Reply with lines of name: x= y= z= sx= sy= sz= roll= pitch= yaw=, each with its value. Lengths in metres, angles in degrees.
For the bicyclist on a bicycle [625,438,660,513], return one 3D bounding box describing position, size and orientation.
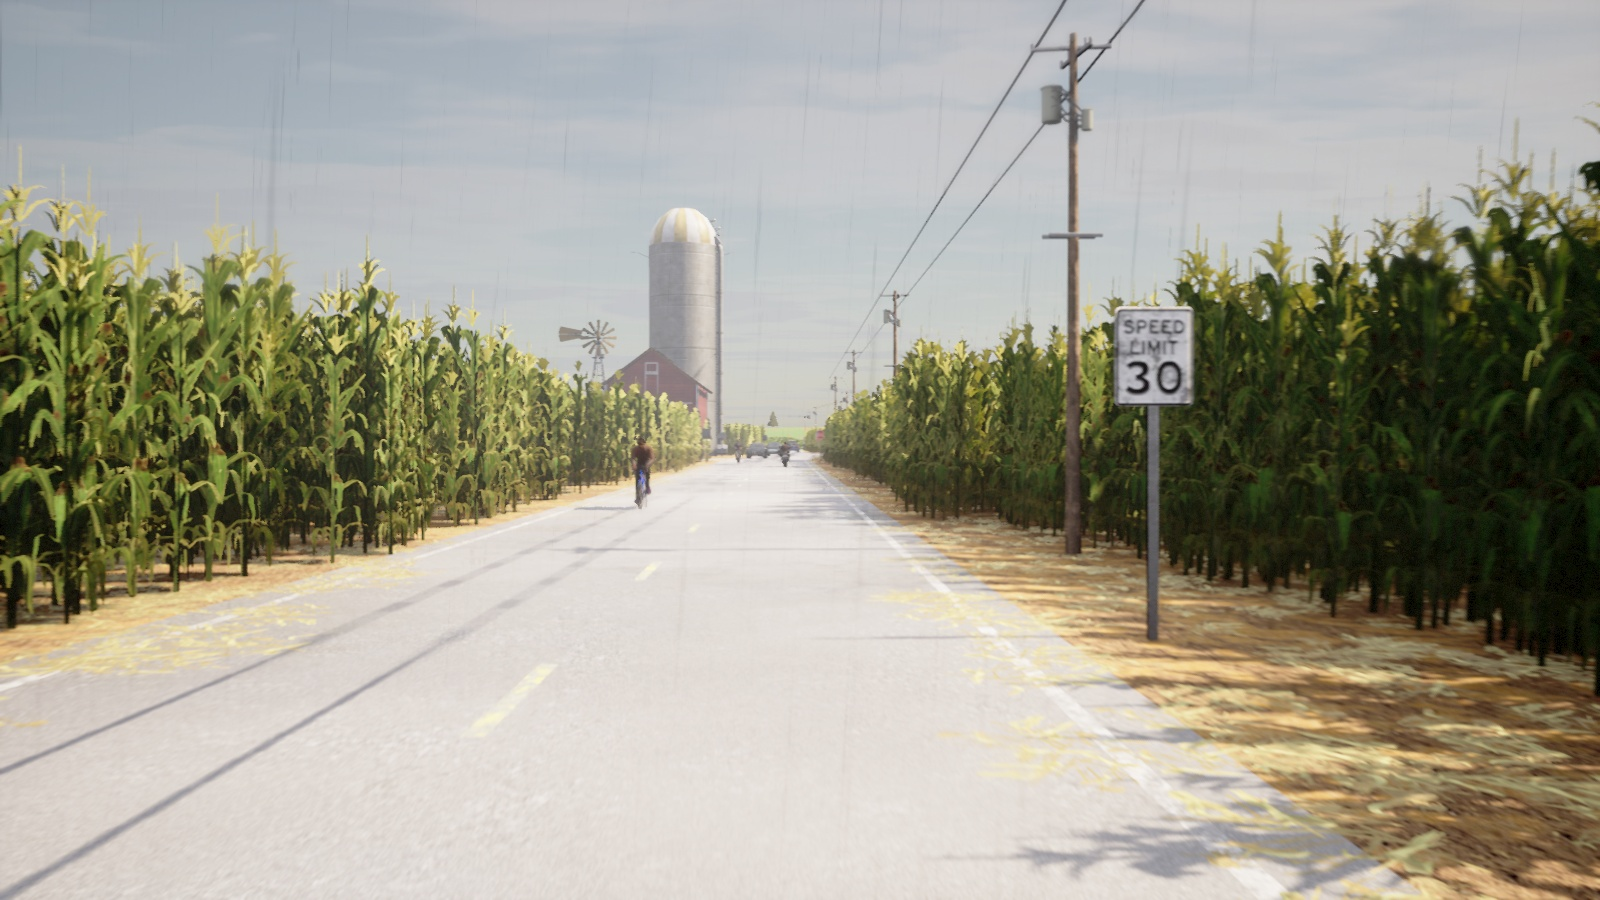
bicyclist on a bicycle: x=-3.501 y=0.539 z=28.003 sx=0.582 sy=1.620 sz=1.656 roll=0 pitch=1 yaw=-1
